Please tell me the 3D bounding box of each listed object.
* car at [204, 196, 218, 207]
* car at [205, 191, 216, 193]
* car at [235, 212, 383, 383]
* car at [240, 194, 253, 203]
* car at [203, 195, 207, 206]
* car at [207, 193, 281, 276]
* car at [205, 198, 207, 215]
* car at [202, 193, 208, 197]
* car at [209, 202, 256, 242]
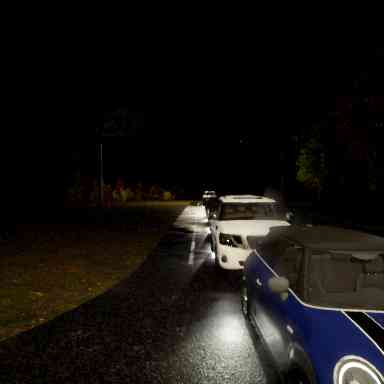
[{"bbox_3d":[2.682,1.314,47.988,1.994,1.385,4.181,0,0,3],"label":"car"},{"bbox_3d":[2.874,0.938,54.421,2.150,2.045,5.566,0,0,2],"label":"car"},{"bbox_3d":[1.940,1.338,4.138,2.097,1.767,4.553,0,0,0],"label":"car"},{"bbox_3d":[9.950,1.209,60.982,1.812,1.442,4.674,0,0,1],"label":"car"},{"bbox_3d":[2.179,1.322,29.326,1.882,1.535,5.008,0,0,1],"label":"car"},{"bbox_3d":[1.733,1.160,10.485,2.150,2.045,5.566,0,0,1],"label":"car"},{"bbox_3d":[2.028,1.380,23.072,1.837,1.490,4.892,0,0,1],"label":"car"},{"bbox_3d":[2.491,1.275,41.580,2.128,1.511,4.902,0,0,2],"label":"car"},{"bbox_3d":[1.876,1.384,16.825,1.882,1.535,5.008,0,0,1],"label":"car"}]
